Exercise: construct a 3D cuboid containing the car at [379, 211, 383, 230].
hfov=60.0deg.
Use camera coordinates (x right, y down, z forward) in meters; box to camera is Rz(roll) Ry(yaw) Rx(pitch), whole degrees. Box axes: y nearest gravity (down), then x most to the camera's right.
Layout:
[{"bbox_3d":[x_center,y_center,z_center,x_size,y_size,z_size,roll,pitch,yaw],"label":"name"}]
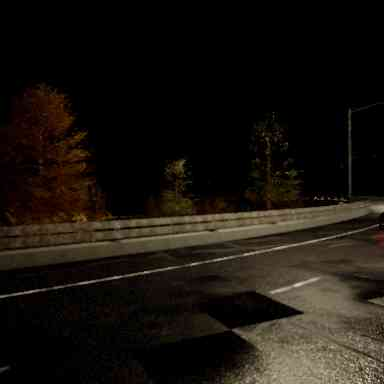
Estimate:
[{"bbox_3d":[13.122,1.539,20.718,1.837,1.490,4.892,0,0,43],"label":"car"}]
